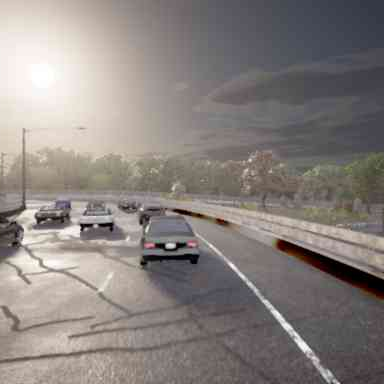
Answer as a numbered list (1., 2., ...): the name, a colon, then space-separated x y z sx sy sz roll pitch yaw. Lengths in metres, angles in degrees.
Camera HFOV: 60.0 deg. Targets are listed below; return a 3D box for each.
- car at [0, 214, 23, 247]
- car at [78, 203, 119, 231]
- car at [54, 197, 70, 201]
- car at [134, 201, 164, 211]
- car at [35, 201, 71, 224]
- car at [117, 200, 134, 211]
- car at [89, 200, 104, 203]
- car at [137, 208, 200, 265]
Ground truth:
1. car: -7.941 1.514 12.398 1.837 1.490 4.892 0 1 -8
2. car: -5.705 1.590 20.445 1.895 1.301 4.718 0 0 -11
3. car: -17.429 1.468 44.750 1.882 1.535 5.008 0 0 -25
4. car: -3.111 1.480 24.900 1.837 1.490 4.892 0 0 -13
5. car: -10.307 1.598 24.956 1.895 1.301 4.718 0 0 -13
6. car: -7.792 1.569 40.064 1.895 1.301 4.718 0 0 -21
7. car: -11.567 1.581 40.126 1.895 1.301 4.718 0 0 -21
8. car: -0.879 1.534 11.730 2.033 1.411 5.357 0 0 -7
